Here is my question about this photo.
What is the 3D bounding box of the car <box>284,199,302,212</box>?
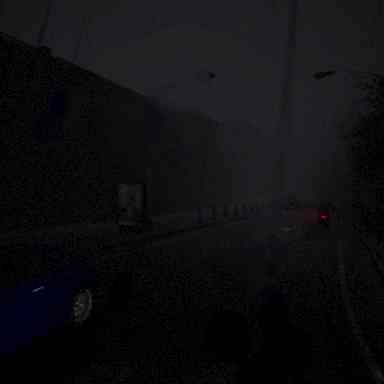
[{"bbox_3d":[12.684,1.634,41.412,1.837,1.490,4.892,1,1,24],"label":"car"}]

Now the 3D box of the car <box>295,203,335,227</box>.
[{"bbox_3d":[9.208,1.734,24.583,2.033,1.411,5.357,1,0,24],"label":"car"}]

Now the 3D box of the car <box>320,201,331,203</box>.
[{"bbox_3d":[15.747,1.780,39.215,1.994,1.385,4.181,1,1,24],"label":"car"}]

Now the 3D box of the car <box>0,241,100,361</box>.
[{"bbox_3d":[-2.968,1.464,4.422,1.812,1.442,4.674,1,0,15],"label":"car"}]
